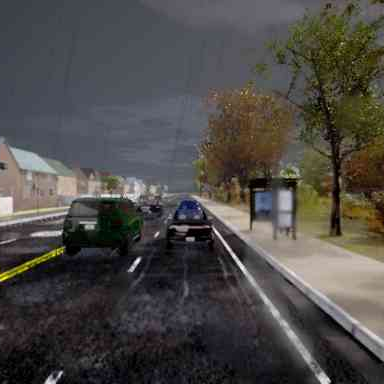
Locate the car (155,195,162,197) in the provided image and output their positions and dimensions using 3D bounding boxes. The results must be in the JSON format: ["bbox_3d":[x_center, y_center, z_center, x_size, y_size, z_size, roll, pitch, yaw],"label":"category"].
[{"bbox_3d":[-7.518,1.449,73.590,1.837,1.490,4.892,0,0,-1],"label":"car"}]

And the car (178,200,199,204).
[{"bbox_3d":[-0.347,1.472,32.240,1.882,1.535,5.008,0,0,-1],"label":"car"}]

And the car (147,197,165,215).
[{"bbox_3d":[-3.565,1.483,30.506,2.128,1.511,4.902,0,0,-1],"label":"car"}]

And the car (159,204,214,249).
[{"bbox_3d":[-0.090,1.486,14.479,2.128,1.511,4.902,0,0,-1],"label":"car"}]

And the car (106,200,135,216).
[{"bbox_3d":[-7.046,1.553,33.123,1.994,1.385,4.181,0,0,-1],"label":"car"}]

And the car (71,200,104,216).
[{"bbox_3d":[-10.295,1.550,33.078,1.994,1.385,4.181,0,0,-1],"label":"car"}]

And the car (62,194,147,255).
[{"bbox_3d":[-3.324,1.214,13.376,2.150,2.045,5.566,0,0,-1],"label":"car"}]
